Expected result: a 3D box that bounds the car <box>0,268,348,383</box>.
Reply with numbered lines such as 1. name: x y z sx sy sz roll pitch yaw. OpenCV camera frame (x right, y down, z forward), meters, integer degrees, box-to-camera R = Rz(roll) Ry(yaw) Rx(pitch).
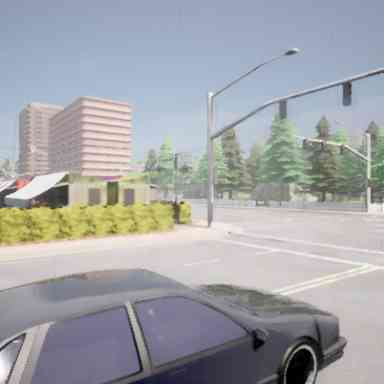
1. car: -0.712 1.546 3.295 5.357 1.411 2.033 0 0 -35
